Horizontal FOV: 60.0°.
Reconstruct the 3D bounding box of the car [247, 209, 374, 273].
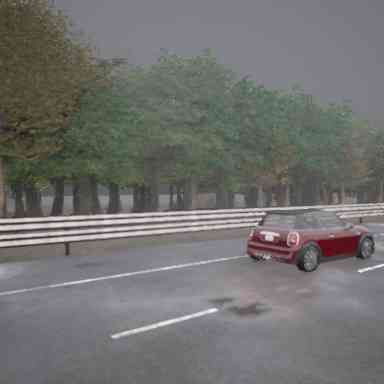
[{"bbox_3d":[3.972,1.347,10.881,4.553,1.767,2.097,0,0,-36],"label":"car"}]
